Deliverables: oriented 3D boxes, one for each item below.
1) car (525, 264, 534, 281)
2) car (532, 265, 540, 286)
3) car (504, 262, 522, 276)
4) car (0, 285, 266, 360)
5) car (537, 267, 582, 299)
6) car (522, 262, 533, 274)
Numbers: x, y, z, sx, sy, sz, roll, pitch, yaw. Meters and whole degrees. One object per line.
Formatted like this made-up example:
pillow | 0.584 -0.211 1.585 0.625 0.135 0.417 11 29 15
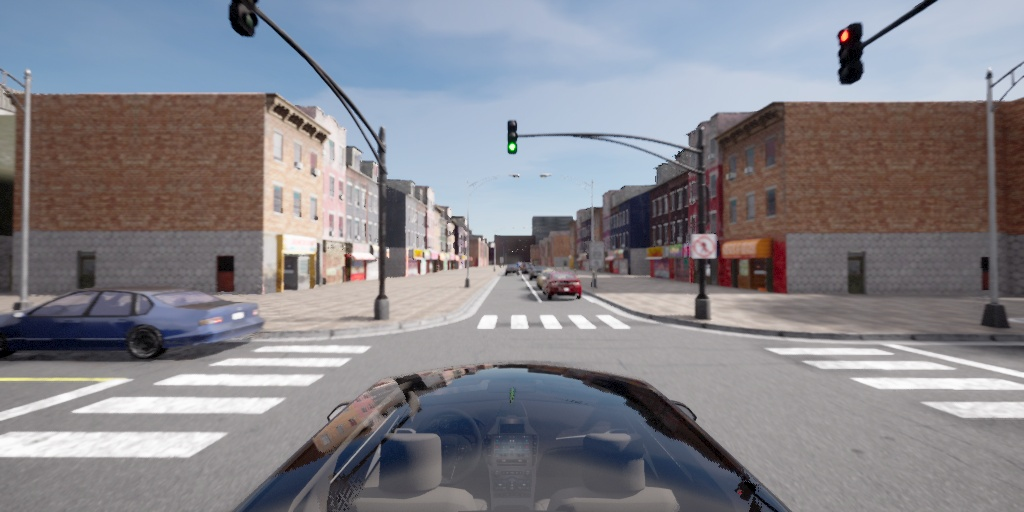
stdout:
car | 2.640 1.771 36.612 1.948 1.339 4.313 0 0 0
car | 2.639 1.573 25.425 1.751 1.417 4.829 0 0 0
car | 0.002 1.898 48.886 1.837 1.490 4.892 0 -1 0
car | -8.589 1.372 7.912 5.357 1.411 2.033 0 -1 -1
car | 2.639 1.518 19.576 1.888 1.381 4.507 0 0 0
car | 2.641 2.027 53.648 1.948 1.339 4.313 0 0 0
